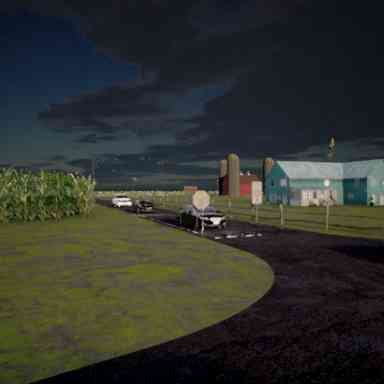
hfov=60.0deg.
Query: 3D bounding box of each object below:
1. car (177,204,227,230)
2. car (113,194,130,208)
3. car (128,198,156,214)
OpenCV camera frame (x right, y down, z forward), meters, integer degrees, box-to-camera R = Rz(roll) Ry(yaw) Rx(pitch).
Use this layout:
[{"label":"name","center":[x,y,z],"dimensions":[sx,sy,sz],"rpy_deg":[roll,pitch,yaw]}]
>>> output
[{"label":"car","center":[0.522,1.527,21.524],"dimensions":[2.128,1.511,4.902],"rpy_deg":[-1,0,-21]},{"label":"car","center":[-10.618,1.342,50.093],"dimensions":[2.150,2.045,5.566],"rpy_deg":[-1,0,-21]},{"label":"car","center":[-5.282,1.580,36.343],"dimensions":[1.837,1.490,4.892],"rpy_deg":[-1,-1,-21]}]
